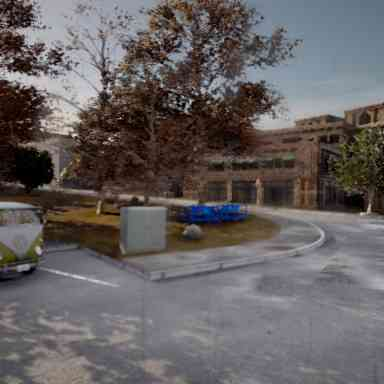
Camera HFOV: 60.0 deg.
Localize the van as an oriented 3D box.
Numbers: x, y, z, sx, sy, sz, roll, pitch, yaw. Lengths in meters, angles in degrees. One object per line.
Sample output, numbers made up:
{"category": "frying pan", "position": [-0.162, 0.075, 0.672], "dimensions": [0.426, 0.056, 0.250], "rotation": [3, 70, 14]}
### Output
{"category": "van", "position": [-5.865, 1.262, 9.258], "dimensions": [4.442, 1.987, 1.878], "rotation": [-1, -1, 35]}
